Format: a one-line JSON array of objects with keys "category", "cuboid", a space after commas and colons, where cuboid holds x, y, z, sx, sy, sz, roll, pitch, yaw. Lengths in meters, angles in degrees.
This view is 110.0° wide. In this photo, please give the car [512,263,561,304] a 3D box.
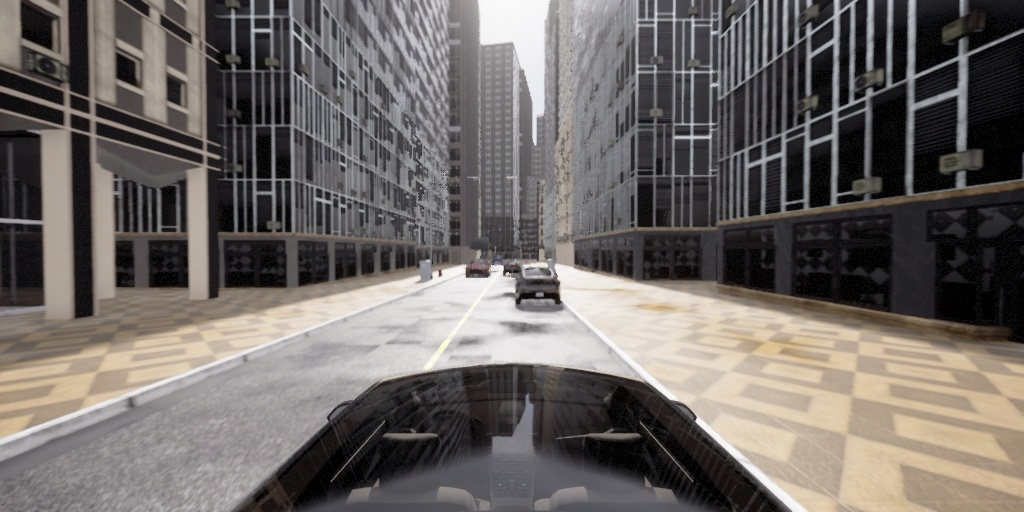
[{"category": "car", "cuboid": [1.049, 1.222, 15.989, 1.837, 1.490, 4.892, 0, 0, 0]}]

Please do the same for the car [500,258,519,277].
[{"category": "car", "cuboid": [0.027, 1.182, 37.017, 1.837, 1.490, 4.892, 0, 0, 0]}]

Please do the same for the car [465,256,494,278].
[{"category": "car", "cuboid": [-3.095, 1.035, 33.201, 2.097, 1.767, 4.553, 0, 0, 0]}]
